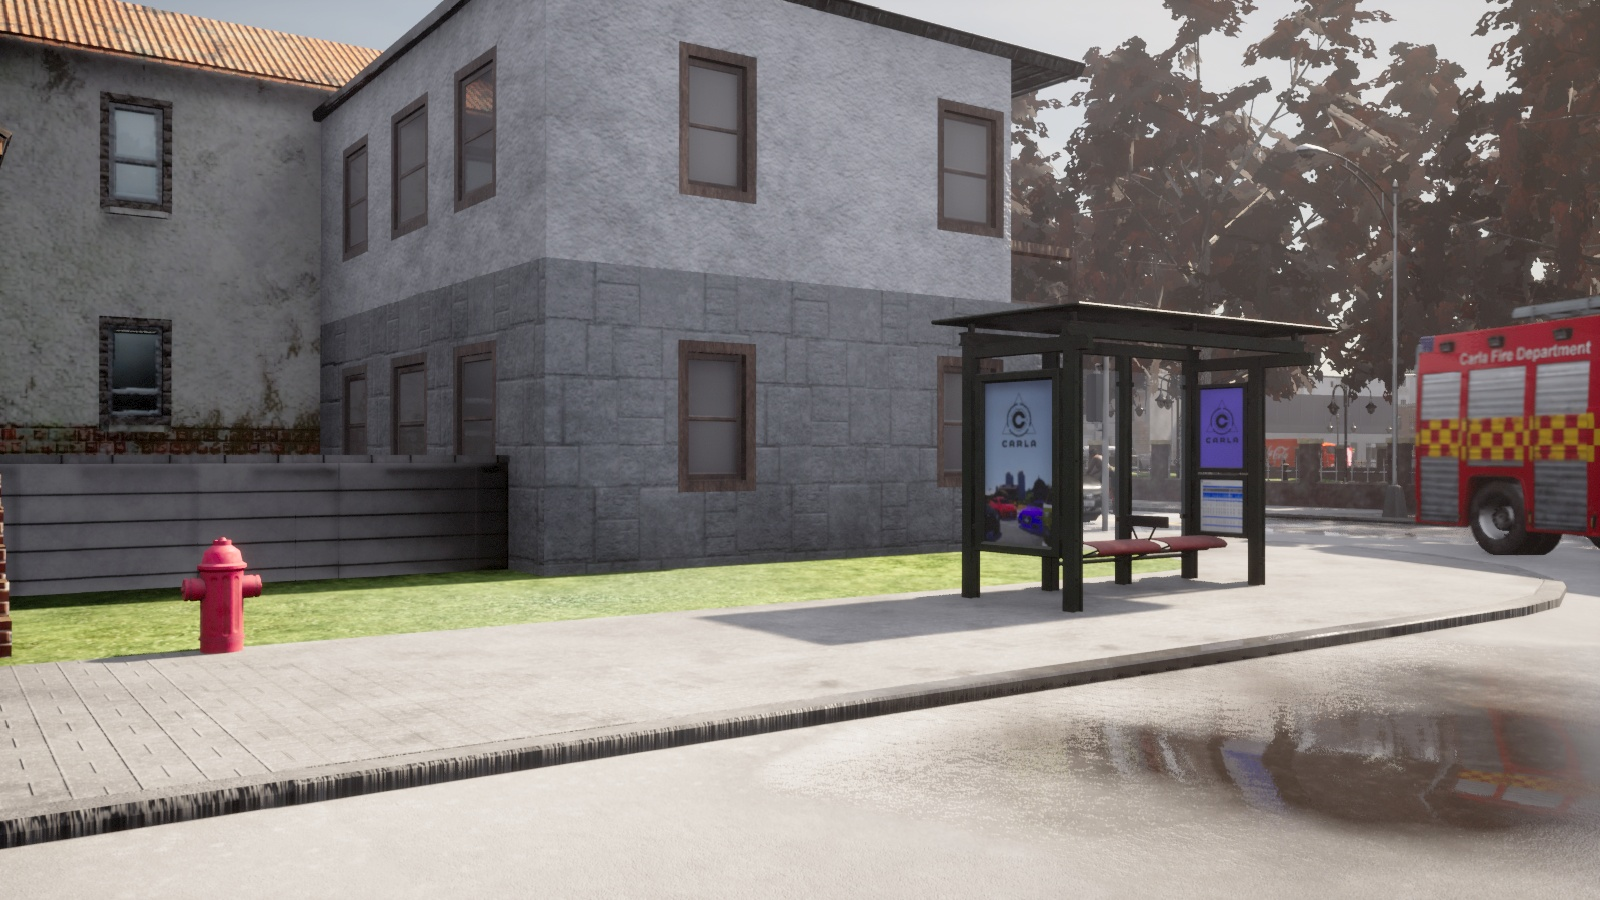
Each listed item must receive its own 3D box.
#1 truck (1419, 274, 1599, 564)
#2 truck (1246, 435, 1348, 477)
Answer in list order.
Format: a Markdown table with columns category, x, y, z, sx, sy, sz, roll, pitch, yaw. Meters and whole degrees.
| category | x | y | z | sx | sy | sz | roll | pitch | yaw |
| --- | --- | --- | --- | --- | --- | --- | --- | --- | --- |
| truck | 12.138 | -0.407 | 16.116 | 2.891 | 3.827 | 8.468 | 0 | 0 | -12 |
| truck | 30.381 | 0.389 | 76.875 | 2.627 | 2.467 | 5.204 | 0 | -1 | -35 |
